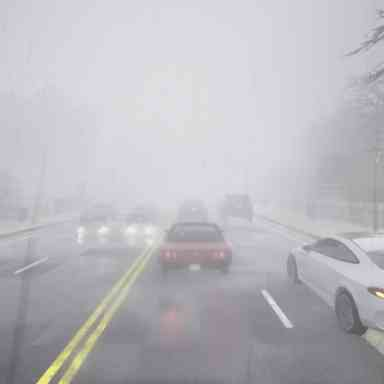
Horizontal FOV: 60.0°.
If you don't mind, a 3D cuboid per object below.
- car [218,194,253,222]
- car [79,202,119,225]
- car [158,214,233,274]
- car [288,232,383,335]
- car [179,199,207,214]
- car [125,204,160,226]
[{"bbox_3d":[3.333,1.187,26.029,2.150,2.045,5.566,0,0,0],"label":"car"},{"bbox_3d":[-6.608,1.475,23.998,1.837,1.490,4.892,0,0,0],"label":"car"},{"bbox_3d":[0.086,1.587,10.496,1.895,1.301,4.718,0,0,0],"label":"car"},{"bbox_3d":[3.326,1.517,6.558,1.812,1.442,4.674,0,0,0],"label":"car"},{"bbox_3d":[0.079,1.317,25.924,2.097,1.767,4.553,0,0,0],"label":"car"},{"bbox_3d":[-3.358,1.534,23.295,1.994,1.385,4.181,0,0,0],"label":"car"}]
